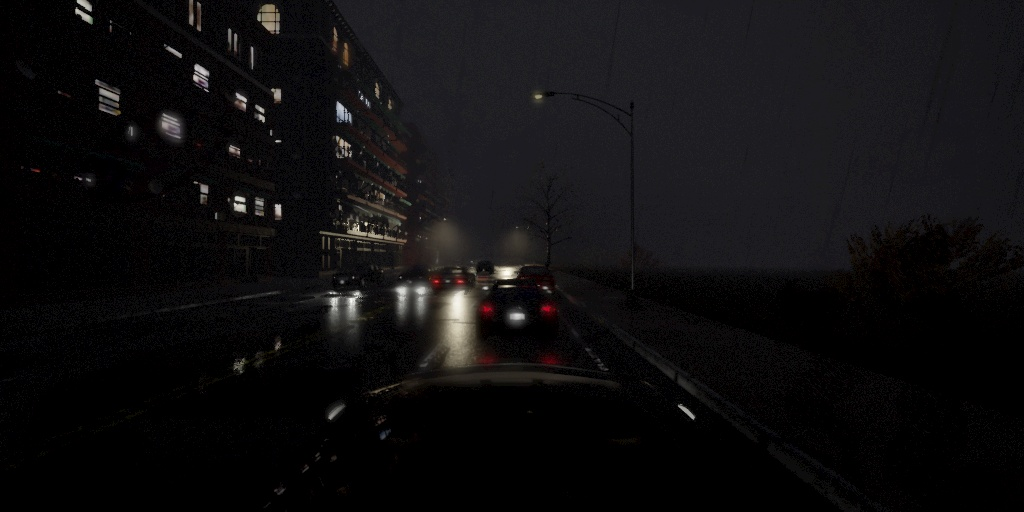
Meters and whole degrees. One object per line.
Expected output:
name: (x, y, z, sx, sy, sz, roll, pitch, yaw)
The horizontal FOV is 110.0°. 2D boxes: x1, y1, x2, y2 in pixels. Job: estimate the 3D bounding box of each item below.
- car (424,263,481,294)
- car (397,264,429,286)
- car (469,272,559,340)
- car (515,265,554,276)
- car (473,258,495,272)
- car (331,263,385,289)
car: (-3.124, 1.299, 20.034, 2.033, 1.411, 5.357, 0, 0, 0)
car: (-6.568, 1.300, 25.813, 2.033, 1.411, 5.357, 0, 0, 0)
car: (0.113, 1.315, 9.957, 1.994, 1.385, 4.181, 0, 0, 0)
car: (1.161, 1.230, 18.876, 1.882, 1.535, 5.008, 0, 0, 0)
car: (-3.092, 1.257, 41.494, 1.837, 1.490, 4.892, 0, 0, 0)
car: (-9.820, 1.244, 23.194, 2.128, 1.511, 4.902, 0, 0, 0)
